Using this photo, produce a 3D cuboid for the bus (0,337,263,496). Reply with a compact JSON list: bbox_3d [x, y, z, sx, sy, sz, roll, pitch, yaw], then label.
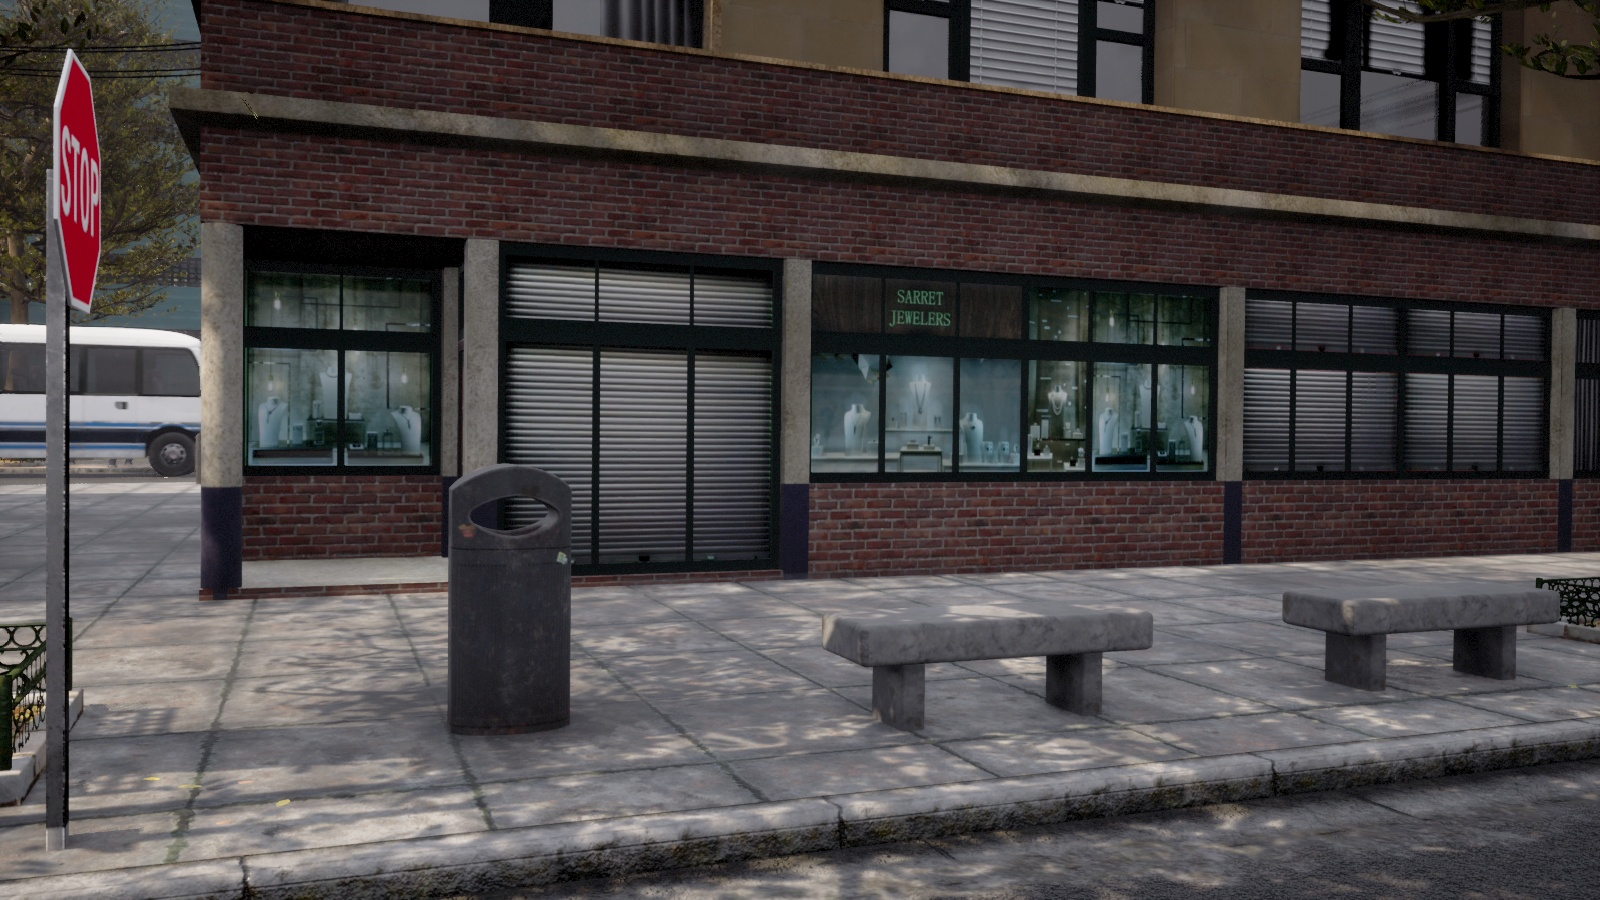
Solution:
[{"bbox_3d":[-21.018,-0.934,35.817,10.273,4.253,3.944,-1,1,-21],"label":"bus"}]
